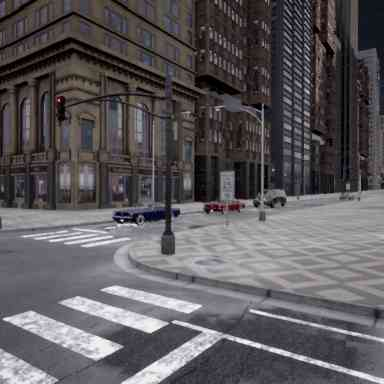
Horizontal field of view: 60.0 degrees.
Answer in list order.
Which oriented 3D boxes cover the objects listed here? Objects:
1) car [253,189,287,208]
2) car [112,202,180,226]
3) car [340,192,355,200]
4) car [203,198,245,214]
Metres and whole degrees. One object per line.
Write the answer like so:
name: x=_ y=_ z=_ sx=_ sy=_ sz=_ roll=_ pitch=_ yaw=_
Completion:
car: x=9.063 y=0.695 z=38.299 sx=2.150 sy=2.045 sz=5.566 roll=0 pitch=1 yaw=36
car: x=-2.877 y=1.350 z=21.557 sx=1.895 sy=1.301 sz=4.718 roll=0 pitch=1 yaw=36
car: x=27.115 y=0.682 z=58.122 sx=2.033 sy=1.411 sz=5.357 roll=0 pitch=1 yaw=33
car: x=2.924 y=1.216 z=29.691 sx=1.895 sy=1.301 sz=4.718 roll=0 pitch=1 yaw=35
